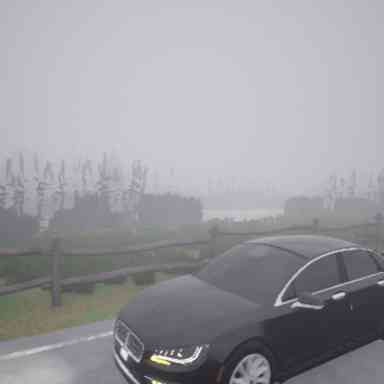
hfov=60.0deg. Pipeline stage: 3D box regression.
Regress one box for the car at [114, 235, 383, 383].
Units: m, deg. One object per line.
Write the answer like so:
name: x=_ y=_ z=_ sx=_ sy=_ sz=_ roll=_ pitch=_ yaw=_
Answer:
car: x=1.354 y=1.446 z=4.774 sx=4.892 sy=1.490 sz=1.837 roll=0 pitch=1 yaw=-32
